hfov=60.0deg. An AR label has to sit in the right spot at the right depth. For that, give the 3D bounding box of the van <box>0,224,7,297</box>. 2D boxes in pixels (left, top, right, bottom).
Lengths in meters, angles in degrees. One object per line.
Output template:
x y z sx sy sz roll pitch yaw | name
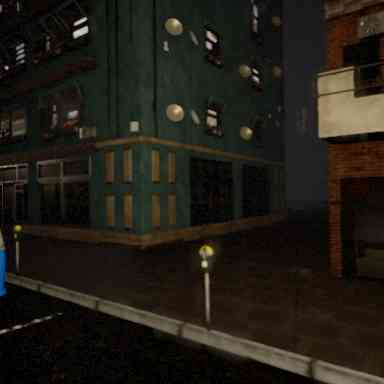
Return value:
-5.407 1.349 6.747 3.998 1.788 1.690 0 -1 36 | van
